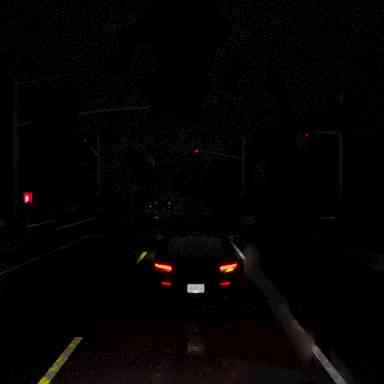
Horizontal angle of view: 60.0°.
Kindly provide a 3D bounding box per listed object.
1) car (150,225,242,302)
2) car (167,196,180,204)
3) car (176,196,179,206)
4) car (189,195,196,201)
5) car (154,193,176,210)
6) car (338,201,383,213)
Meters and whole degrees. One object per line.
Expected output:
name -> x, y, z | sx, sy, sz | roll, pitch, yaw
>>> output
car -> 0.083, 1.524, 8.137 | 1.812, 1.442, 4.674 | 0, 0, 0
car -> -3.484, 1.479, 62.060 | 2.128, 1.511, 4.902 | 0, 0, 0
car -> -3.531, 1.211, 52.023 | 2.150, 2.045, 5.566 | 0, 0, 0
car -> 0.099, 1.509, 80.931 | 2.128, 1.511, 4.902 | 0, 0, 0
car -> -3.543, 1.344, 42.349 | 2.097, 1.767, 4.553 | 0, 0, 0
car -> 15.574, 1.523, 28.695 | 5.357, 1.411, 2.033 | 0, 0, -6
